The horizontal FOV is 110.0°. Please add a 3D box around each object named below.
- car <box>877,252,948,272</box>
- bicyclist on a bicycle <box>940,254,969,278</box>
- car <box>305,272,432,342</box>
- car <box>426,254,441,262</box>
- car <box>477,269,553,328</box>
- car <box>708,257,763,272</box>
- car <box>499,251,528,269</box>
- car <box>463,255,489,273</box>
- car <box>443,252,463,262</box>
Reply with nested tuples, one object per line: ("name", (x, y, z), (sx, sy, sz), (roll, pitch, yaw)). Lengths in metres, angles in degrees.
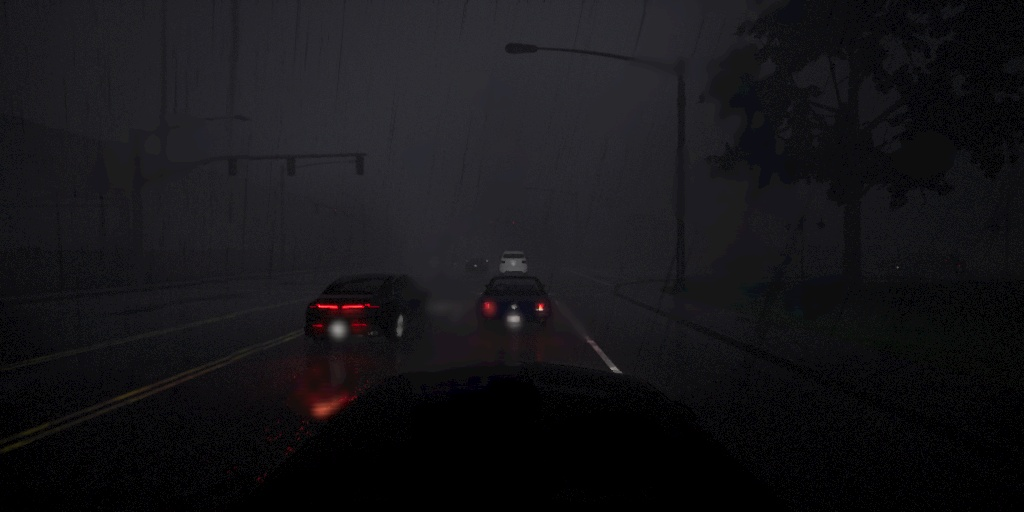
("car", (39.897, 0.650, 35.756), (5.566, 2.045, 2.150), (0, 1, -1))
("bicyclist on a bicycle", (30.994, 0.680, 25.138), (0.582, 1.620, 1.656), (0, 1, -1))
("car", (-3.409, 1.158, 9.421), (1.837, 1.490, 4.892), (0, 1, 0))
("car", (-13.952, 0.335, 63.772), (1.994, 1.385, 4.181), (0, 1, 1))
("car", (0.093, 1.235, 10.912), (1.895, 1.301, 4.718), (0, 1, 0))
("car", (21.985, 0.819, 35.394), (4.902, 1.511, 2.128), (0, 1, -1))
("car", (0.126, 0.612, 29.546), (2.150, 2.045, 5.566), (0, 1, 0))
("car", (-3.362, 0.879, 35.219), (1.994, 1.385, 4.181), (0, 1, 0))
("car", (-10.447, 0.367, 63.940), (1.895, 1.301, 4.718), (0, 1, 1))
